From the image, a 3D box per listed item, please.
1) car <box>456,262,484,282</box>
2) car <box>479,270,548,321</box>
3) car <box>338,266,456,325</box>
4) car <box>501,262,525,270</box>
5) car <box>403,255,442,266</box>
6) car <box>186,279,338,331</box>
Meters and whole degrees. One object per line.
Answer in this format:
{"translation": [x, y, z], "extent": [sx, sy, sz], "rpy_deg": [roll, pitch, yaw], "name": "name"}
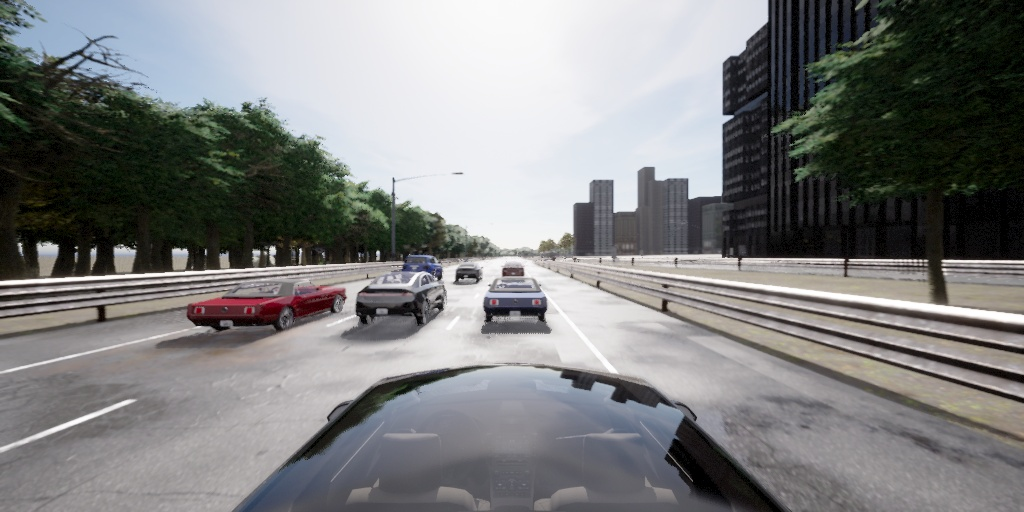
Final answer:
{"translation": [-3.402, 1.251, 28.896], "extent": [1.837, 1.490, 4.892], "rpy_deg": [0, 0, 0], "name": "car"}
{"translation": [0.097, 1.349, 12.421], "extent": [1.895, 1.301, 4.718], "rpy_deg": [0, 0, 0], "name": "car"}
{"translation": [-3.402, 1.240, 11.801], "extent": [2.128, 1.511, 4.902], "rpy_deg": [0, 0, 0], "name": "car"}
{"translation": [0.098, 1.223, 30.360], "extent": [1.882, 1.535, 5.008], "rpy_deg": [0, 0, 0], "name": "car"}
{"translation": [-6.902, 0.967, 28.078], "extent": [2.150, 2.045, 5.566], "rpy_deg": [0, 0, 0], "name": "car"}
{"translation": [-6.902, 1.349, 10.899], "extent": [1.895, 1.301, 4.718], "rpy_deg": [0, 0, 0], "name": "car"}
